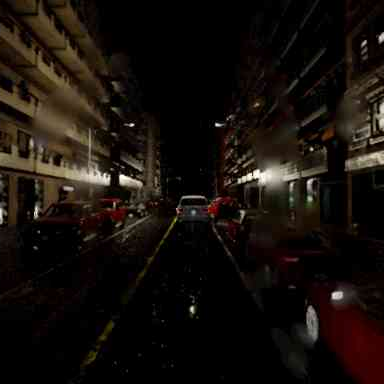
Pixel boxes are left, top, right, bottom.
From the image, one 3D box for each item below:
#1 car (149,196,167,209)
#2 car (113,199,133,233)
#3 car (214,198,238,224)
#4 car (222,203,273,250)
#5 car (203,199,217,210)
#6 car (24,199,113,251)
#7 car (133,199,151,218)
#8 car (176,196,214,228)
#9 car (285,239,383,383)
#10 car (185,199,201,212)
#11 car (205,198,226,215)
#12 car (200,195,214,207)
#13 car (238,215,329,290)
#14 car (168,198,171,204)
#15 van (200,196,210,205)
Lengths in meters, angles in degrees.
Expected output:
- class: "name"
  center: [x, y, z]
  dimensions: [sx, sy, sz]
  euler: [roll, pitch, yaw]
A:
- class: "car"
  center: [-5.299, 1.485, 47.713]
  dimensions: [2.192, 1.841, 5.009]
  euler: [1, 0, 0]
- class: "car"
  center: [-5.293, 1.373, 20.061]
  dimensions: [2.192, 1.841, 5.009]
  euler: [1, 0, 0]
- class: "car"
  center: [2.551, 1.391, 25.534]
  dimensions: [2.192, 1.841, 5.009]
  euler: [1, 0, 0]
- class: "car"
  center: [2.592, 1.480, 14.472]
  dimensions: [1.967, 1.590, 4.097]
  euler: [1, 0, 0]
- class: "car"
  center: [2.541, 1.751, 47.659]
  dimensions: [1.802, 1.307, 4.206]
  euler: [1, 0, 0]
- class: "car"
  center: [-5.292, 1.356, 14.531]
  dimensions: [2.192, 1.841, 5.009]
  euler: [1, 0, 0]
- class: "car"
  center: [-5.302, 1.663, 31.123]
  dimensions: [1.947, 1.339, 4.313]
  euler: [1, 0, 0]
- class: "car"
  center: [0.097, 1.290, 22.885]
  dimensions: [2.150, 2.045, 5.566]
  euler: [0, 0, 0]
- class: "car"
  center: [2.585, 1.554, 3.410]
  dimensions: [1.887, 1.381, 4.507]
  euler: [1, 0, 0]
- class: "car"
  center: [0.097, 1.618, 41.648]
  dimensions: [1.882, 1.535, 5.008]
  euler: [0, 0, 0]
- class: "car"
  center: [2.546, 1.559, 36.597]
  dimensions: [1.967, 1.590, 4.097]
  euler: [1, 0, 0]
- class: "car"
  center: [2.544, 1.542, 58.723]
  dimensions: [2.192, 1.841, 5.009]
  euler: [1, 0, 0]
- class: "car"
  center: [2.584, 1.569, 8.940]
  dimensions: [1.887, 1.381, 4.507]
  euler: [1, 0, 0]
- class: "car"
  center: [-5.310, 1.876, 69.837]
  dimensions: [1.802, 1.307, 4.206]
  euler: [1, 0, 0]
- class: "van"
  center: [2.542, 1.601, 64.254]
  dimensions: [1.690, 1.788, 3.998]
  euler: [1, 0, 0]
